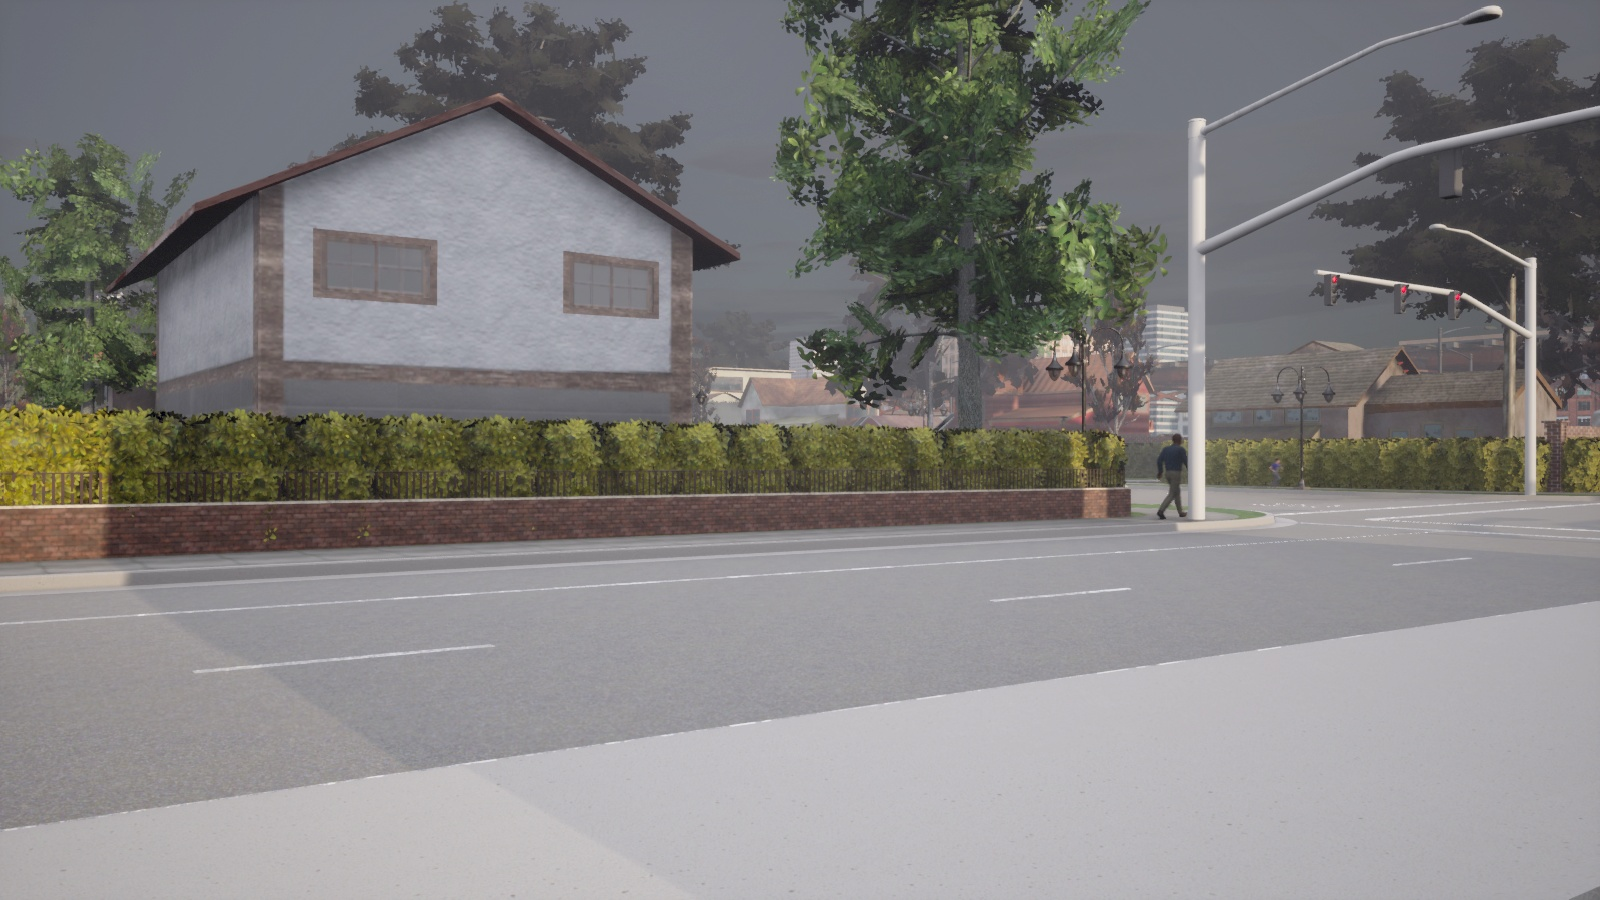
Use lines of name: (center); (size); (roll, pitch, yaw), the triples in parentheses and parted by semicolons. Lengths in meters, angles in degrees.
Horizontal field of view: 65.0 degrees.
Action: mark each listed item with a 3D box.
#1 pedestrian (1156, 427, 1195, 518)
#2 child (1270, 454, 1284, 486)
pedestrian: (7.735, 0.456, 25.855); (0.726, 1.835, 0.370); (0, 0, -31)
child: (18.855, 0.771, 49.667); (0.270, 1.263, 0.437); (0, 0, -34)
